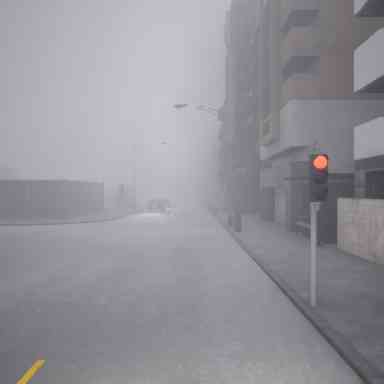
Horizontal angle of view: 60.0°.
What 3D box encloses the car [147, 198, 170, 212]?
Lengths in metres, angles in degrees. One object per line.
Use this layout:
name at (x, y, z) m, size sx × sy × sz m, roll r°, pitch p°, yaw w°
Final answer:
car at (-4.138, 1.491, 39.350) m, size 2.128 × 1.511 × 4.902 m, roll 0°, pitch 0°, yaw 0°
